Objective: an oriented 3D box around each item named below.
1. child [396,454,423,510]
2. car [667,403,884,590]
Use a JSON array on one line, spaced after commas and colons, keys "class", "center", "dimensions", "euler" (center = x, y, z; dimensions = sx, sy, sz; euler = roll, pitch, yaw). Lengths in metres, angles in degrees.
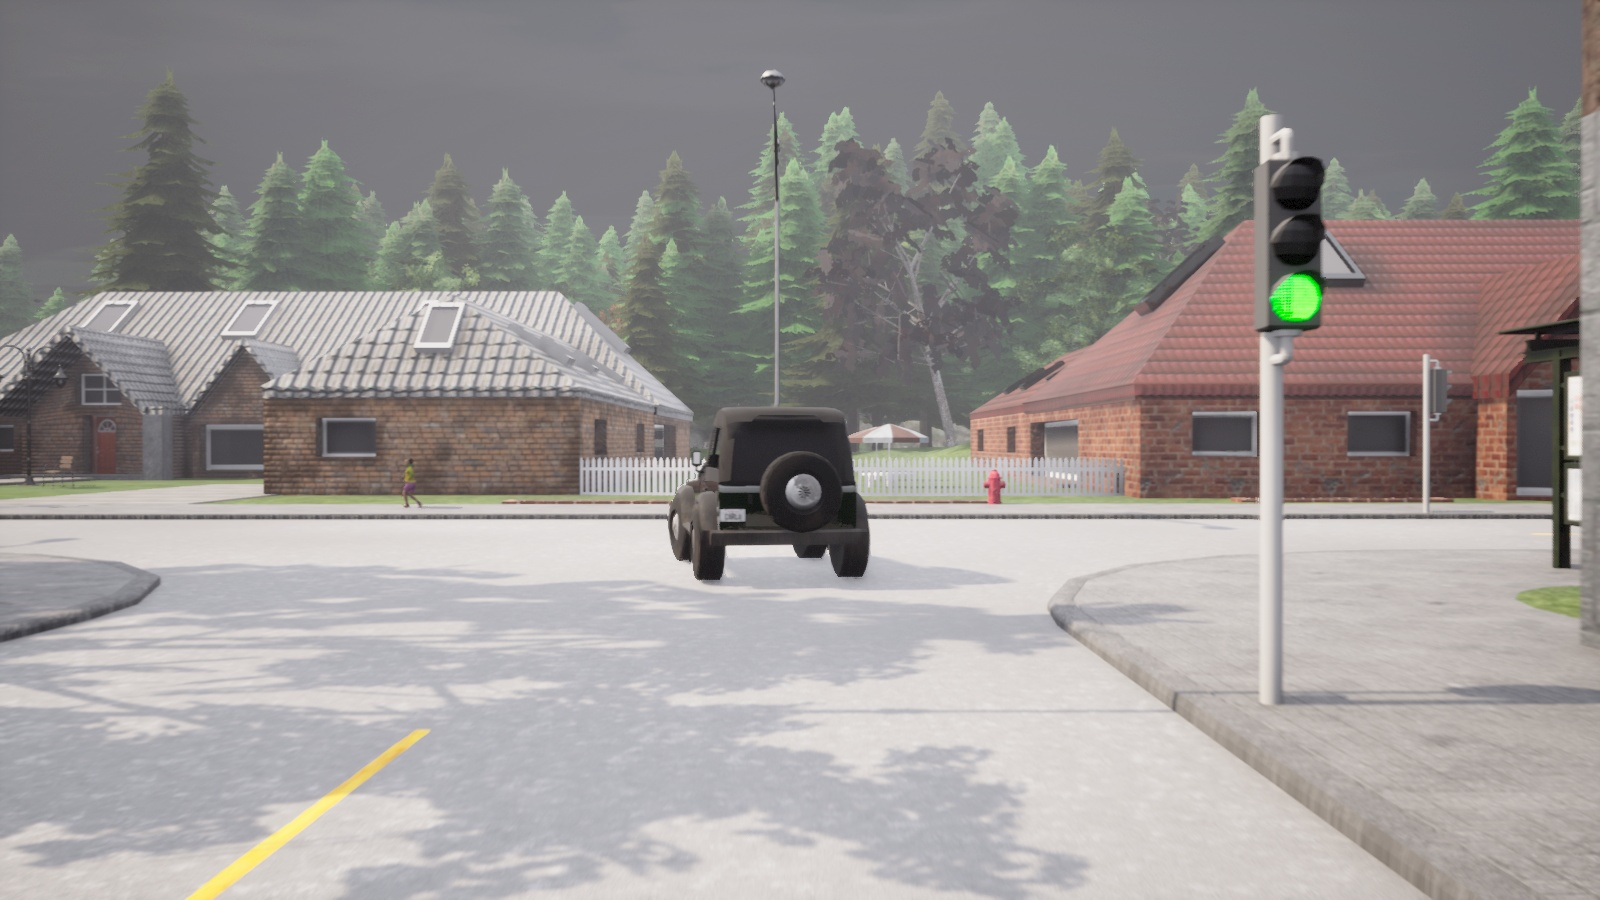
[{"class": "child", "center": [-8.213, 0.675, 26.419], "dimensions": [0.473, 1.160, 0.299], "euler": [0, 0, 0]}, {"class": "car", "center": [-0.433, 0.457, 14.688], "dimensions": [1.905, 1.878, 3.866], "euler": [0, 0, -11]}]
